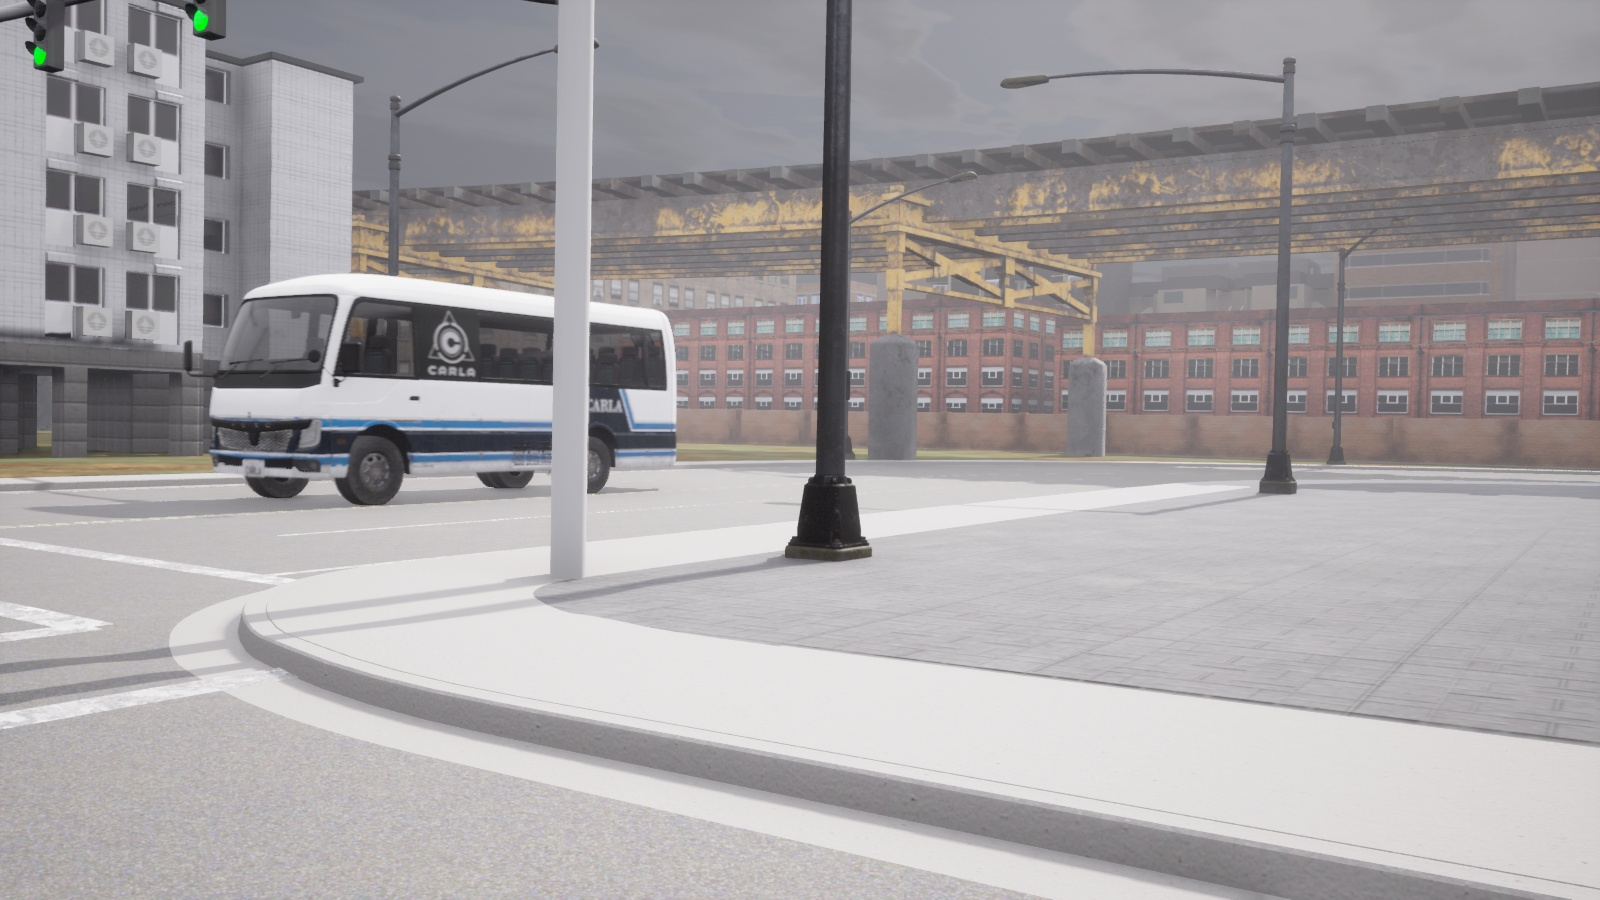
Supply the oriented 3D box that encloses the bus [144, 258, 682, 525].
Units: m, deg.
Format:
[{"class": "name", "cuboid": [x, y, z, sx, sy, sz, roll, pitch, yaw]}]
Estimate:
[{"class": "bus", "cuboid": [-7.134, -1.062, 25.463, 3.944, 4.253, 10.273, 1, 2, 33]}]
